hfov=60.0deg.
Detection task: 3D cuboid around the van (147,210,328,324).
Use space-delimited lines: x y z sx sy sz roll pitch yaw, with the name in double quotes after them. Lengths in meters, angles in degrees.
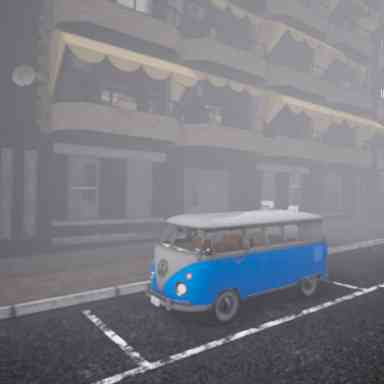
1.092 1.313 6.852 3.998 1.788 1.690 0 2 -35 "van"
